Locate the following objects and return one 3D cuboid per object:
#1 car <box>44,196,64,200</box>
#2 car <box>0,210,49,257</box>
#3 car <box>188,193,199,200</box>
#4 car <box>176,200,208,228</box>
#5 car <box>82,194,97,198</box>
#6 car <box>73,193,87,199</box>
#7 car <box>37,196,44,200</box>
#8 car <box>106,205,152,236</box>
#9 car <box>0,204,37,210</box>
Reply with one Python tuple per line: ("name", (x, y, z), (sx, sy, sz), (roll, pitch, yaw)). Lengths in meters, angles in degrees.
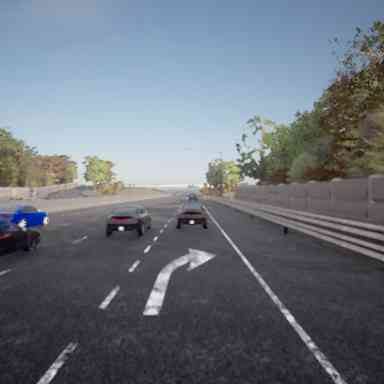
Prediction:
("car", (-27.992, 1.549, 68.358), (1.837, 1.490, 4.892), (0, 0, 0))
("car", (-6.897, 1.548, 10.827), (2.033, 1.411, 5.357), (0, 0, 0))
("car", (0.430, 1.388, 86.668), (2.150, 2.045, 5.566), (0, 0, 8))
("car", (0.002, 1.511, 21.972), (1.837, 1.490, 4.892), (0, 0, 0))
("car", (-20.992, 1.598, 70.587), (2.033, 1.411, 5.357), (0, 0, 0))
("car", (-24.492, 1.338, 73.797), (2.150, 2.045, 5.566), (0, 0, 0))
("car", (-31.492, 1.505, 71.200), (1.812, 1.442, 4.674), (0, 0, 0))
("car", (-3.398, 1.508, 18.383), (1.837, 1.490, 4.892), (0, 0, 0))
("car", (-10.395, 1.482, 20.002), (1.882, 1.535, 5.008), (0, 0, 0))
